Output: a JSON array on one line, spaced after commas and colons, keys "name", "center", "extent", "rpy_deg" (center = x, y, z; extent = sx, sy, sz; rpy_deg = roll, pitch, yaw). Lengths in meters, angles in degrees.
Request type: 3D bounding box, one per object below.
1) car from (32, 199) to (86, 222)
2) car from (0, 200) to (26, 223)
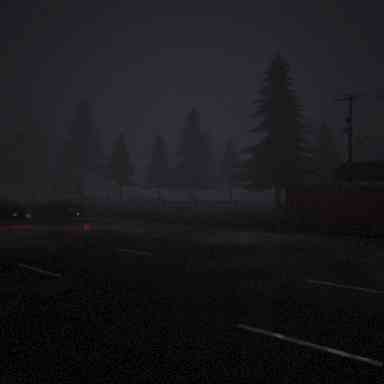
[{"name": "car", "center": [-9.775, 1.284, 24.249], "extent": [4.902, 1.511, 2.128], "rpy_deg": [1, 0, 36]}, {"name": "car", "center": [-13.131, 1.264, 22.371], "extent": [5.008, 1.535, 1.882], "rpy_deg": [1, 0, 36]}]
